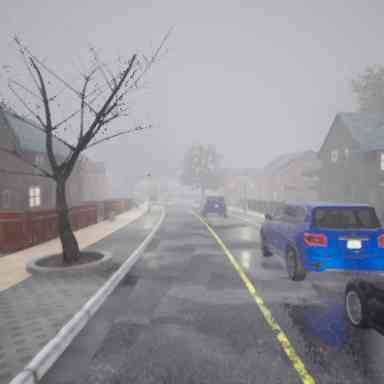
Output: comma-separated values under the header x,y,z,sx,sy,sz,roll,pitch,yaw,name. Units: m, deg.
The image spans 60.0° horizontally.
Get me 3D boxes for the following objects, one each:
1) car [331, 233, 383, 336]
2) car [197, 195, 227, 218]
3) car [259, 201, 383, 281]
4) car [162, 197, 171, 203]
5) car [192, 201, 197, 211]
x,y,z,sx,sy,sz,roll,pitch,yaw,name
3.599,1.561,4.030,1.812,1.442,4.674,0,0,0,car
1.969,1.325,31.583,2.150,2.045,5.566,0,0,-3,car
3.588,1.270,10.100,2.150,2.045,5.566,0,0,-1,car
-6.478,1.989,84.657,1.837,1.490,4.892,0,-1,-7,car
1.063,1.760,43.063,1.895,1.301,4.718,0,0,-5,car
